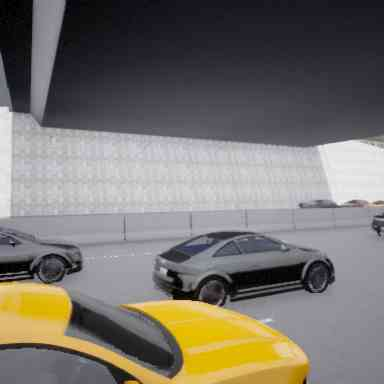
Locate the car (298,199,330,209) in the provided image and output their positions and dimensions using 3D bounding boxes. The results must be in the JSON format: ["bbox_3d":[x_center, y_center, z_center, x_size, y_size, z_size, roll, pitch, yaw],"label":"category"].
[{"bbox_3d":[14.795,1.519,38.128,4.674,1.442,1.812,0,0,-27],"label":"car"}]

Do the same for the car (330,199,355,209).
[{"bbox_3d":[17.438,1.519,35.540,4.674,1.442,1.812,0,0,-27],"label":"car"}]

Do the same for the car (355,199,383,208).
[{"bbox_3d":[18.525,1.471,32.181,5.008,1.535,1.882,0,0,-27],"label":"car"}]

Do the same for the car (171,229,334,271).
[{"bbox_3d":[1.208,1.563,7.600,4.181,1.385,1.994,0,0,-27],"label":"car"}]

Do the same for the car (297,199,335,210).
[{"bbox_3d":[15.910,1.593,42.619,4.718,1.301,1.895,0,0,-27],"label":"car"}]

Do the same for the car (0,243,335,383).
[{"bbox_3d":[-1.366,1.477,2.394,5.008,1.535,1.882,0,0,-27],"label":"car"}]

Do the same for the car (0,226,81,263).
[{"bbox_3d":[-4.973,1.563,8.415,4.181,1.385,1.994,0,0,-27],"label":"car"}]

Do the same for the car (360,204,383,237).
[{"bbox_3d":[11.045,1.488,16.450,4.902,1.511,2.128,0,0,-27],"label":"car"}]
